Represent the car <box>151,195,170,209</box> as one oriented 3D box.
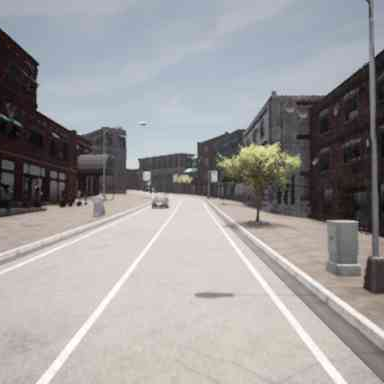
[{"bbox_3d":[-3.616,1.135,38.904,2.128,1.511,4.902,0,1,0],"label":"car"}]
